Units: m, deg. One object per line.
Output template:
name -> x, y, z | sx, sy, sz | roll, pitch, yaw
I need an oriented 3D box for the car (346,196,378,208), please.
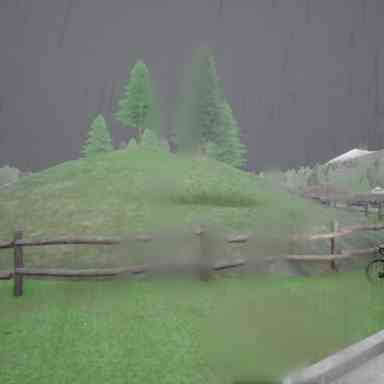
car -> 24.803, 1.351, 48.724 | 2.097, 1.767, 4.553 | 0, 0, -16

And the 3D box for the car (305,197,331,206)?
car -> 20.038, 1.504, 53.071 | 1.837, 1.490, 4.892 | 0, 0, -15

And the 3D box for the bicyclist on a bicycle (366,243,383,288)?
bicyclist on a bicycle -> 4.444, 1.355, 6.912 | 0.582, 1.620, 1.656 | -1, -1, -36
